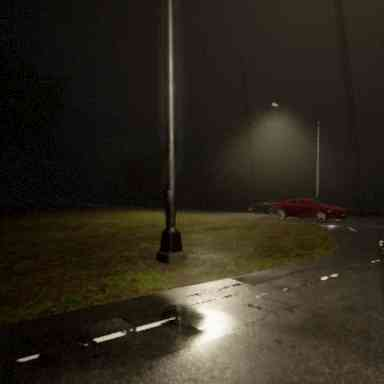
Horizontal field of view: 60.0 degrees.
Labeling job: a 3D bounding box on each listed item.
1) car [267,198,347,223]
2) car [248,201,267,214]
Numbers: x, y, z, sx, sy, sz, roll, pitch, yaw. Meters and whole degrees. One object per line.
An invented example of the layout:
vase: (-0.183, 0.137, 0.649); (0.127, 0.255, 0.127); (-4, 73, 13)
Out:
car: (7.756, 1.150, 22.186); (1.882, 1.535, 5.008); (3, -2, -35)
car: (7.750, 1.638, 34.391); (1.994, 1.385, 4.181); (3, -2, -35)
